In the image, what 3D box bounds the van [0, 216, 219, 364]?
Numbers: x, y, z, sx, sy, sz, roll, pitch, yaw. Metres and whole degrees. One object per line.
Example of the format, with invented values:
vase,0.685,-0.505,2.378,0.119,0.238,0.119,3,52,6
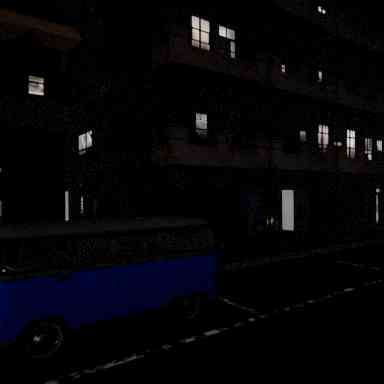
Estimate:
van,-1.417,1.341,5.554,3.998,1.788,1.690,0,0,-35
